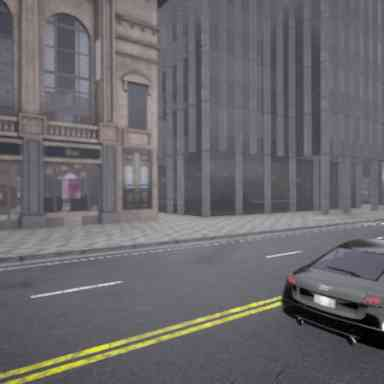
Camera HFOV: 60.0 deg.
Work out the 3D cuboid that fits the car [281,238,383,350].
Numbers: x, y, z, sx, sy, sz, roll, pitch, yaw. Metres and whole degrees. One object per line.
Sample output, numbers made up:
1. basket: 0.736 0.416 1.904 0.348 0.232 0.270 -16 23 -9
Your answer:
1. car: 3.568 1.553 6.009 4.181 1.385 1.994 0 0 -35
